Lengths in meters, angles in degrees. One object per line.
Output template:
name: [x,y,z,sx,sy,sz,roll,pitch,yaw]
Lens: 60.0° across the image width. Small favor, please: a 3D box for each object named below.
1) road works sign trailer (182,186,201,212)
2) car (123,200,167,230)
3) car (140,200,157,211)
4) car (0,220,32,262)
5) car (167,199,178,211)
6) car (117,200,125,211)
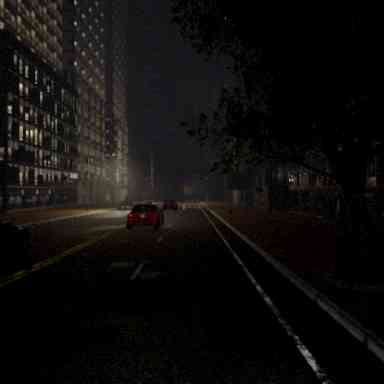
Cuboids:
road works sign trailer: [-0.003,0.928,45.548,2.380,3.560,2.880,0,-1,1]
car: [-3.155,1.590,23.367,2.097,1.767,4.553,0,-1,0]
car: [-6.581,1.997,51.019,1.882,1.535,5.008,0,-1,0]
car: [-6.602,1.592,9.899,2.128,1.511,4.902,0,-1,0]
car: [-3.160,1.841,47.980,2.097,1.767,4.553,0,-1,0]
car: [-9.832,2.007,49.542,1.837,1.490,4.892,0,0,0]
